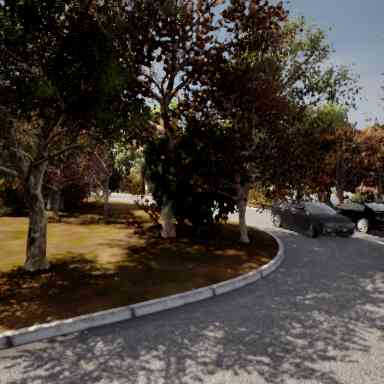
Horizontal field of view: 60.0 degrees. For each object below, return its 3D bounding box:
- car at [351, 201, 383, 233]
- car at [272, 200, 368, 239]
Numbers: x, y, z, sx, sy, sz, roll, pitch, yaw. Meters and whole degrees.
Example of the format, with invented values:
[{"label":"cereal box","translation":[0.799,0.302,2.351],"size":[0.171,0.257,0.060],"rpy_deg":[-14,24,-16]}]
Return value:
[{"label":"car","translation":[8.852,1.206,17.512],"size":[1.882,1.535,5.008],"rpy_deg":[2,2,-10]},{"label":"car","translation":[5.610,1.193,15.908],"size":[1.837,1.490,4.892],"rpy_deg":[3,2,-16]}]
